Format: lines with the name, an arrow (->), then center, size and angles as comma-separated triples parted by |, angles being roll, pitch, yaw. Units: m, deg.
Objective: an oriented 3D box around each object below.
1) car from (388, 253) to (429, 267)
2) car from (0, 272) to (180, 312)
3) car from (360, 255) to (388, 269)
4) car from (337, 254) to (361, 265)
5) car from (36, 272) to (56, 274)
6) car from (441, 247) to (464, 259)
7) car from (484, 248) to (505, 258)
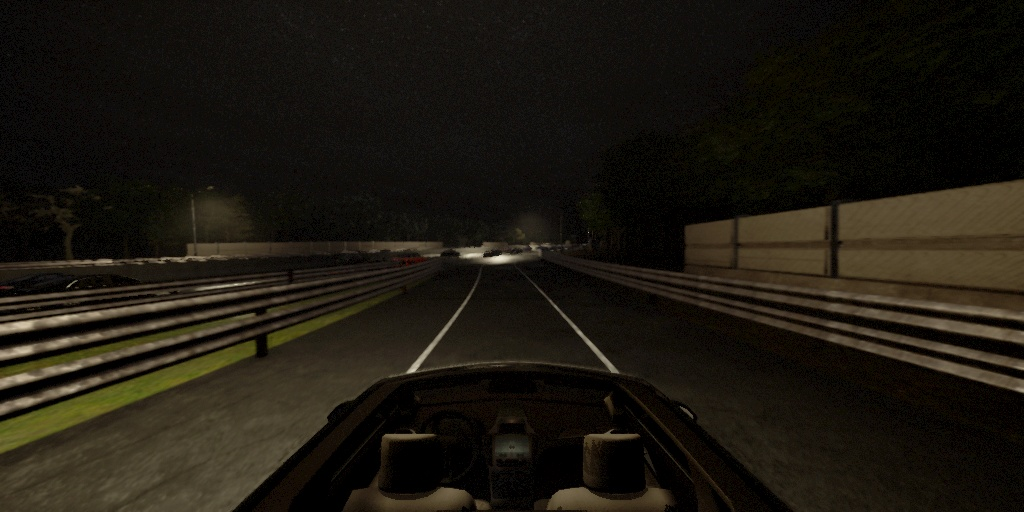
car -> -10.648, 0.425, 38.216 | 2.097, 1.767, 4.553 | 0, 2, 16
car -> -17.252, 1.504, 15.226 | 1.837, 1.490, 4.892 | 0, 2, 16
car -> -13.990, 0.673, 39.258 | 1.895, 1.301, 4.718 | 0, 2, 16
car -> -17.363, 0.566, 40.197 | 2.128, 1.511, 4.902 | 0, 2, 16
car -> -23.566, 1.526, 18.600 | 1.994, 1.385, 4.181 | 0, 2, 16
car -> -10.779, -0.374, 63.115 | 1.882, 1.535, 5.008 | 0, 2, 16
car -> -3.497, -0.441, 63.105 | 2.128, 1.511, 4.902 | 0, 2, 16
